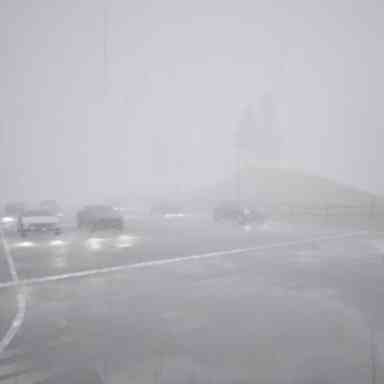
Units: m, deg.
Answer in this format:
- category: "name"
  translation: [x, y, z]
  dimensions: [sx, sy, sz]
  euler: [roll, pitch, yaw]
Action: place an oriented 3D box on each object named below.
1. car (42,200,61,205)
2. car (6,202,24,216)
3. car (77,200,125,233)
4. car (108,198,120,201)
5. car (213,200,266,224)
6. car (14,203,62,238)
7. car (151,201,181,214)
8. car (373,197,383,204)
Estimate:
- category: "car"
  translation: [-16.404, 1.642, 38.329]
  dimensions: [2.033, 1.411, 5.357]
  euler: [0, 0, -31]
- category: "car"
  translation: [-18.019, 1.687, 34.211]
  dimensions: [1.895, 1.301, 4.718]
  euler: [0, 0, -31]
- category: "car"
  translation: [-5.716, 1.526, 20.549]
  dimensions: [1.882, 1.535, 5.008]
  euler: [0, 0, -31]
- category: "car"
  translation: [-12.250, 1.685, 51.928]
  dimensions: [1.994, 1.385, 4.181]
  euler: [0, 0, -31]
- category: "car"
  translation: [3.562, 1.405, 25.496]
  dimensions: [2.097, 1.767, 4.553]
  euler: [0, 0, -31]
- category: "car"
  translation: [-8.524, 1.572, 18.427]
  dimensions: [1.812, 1.442, 4.674]
  euler: [0, 0, -31]
- category: "car"
  translation: [-2.867, 1.644, 36.175]
  dimensions: [1.994, 1.385, 4.181]
  euler: [0, 0, -31]
- category: "car"
  translation: [36.091, 1.585, 61.803]
  dimensions: [1.882, 1.535, 5.008]
  euler: [0, 0, -16]
